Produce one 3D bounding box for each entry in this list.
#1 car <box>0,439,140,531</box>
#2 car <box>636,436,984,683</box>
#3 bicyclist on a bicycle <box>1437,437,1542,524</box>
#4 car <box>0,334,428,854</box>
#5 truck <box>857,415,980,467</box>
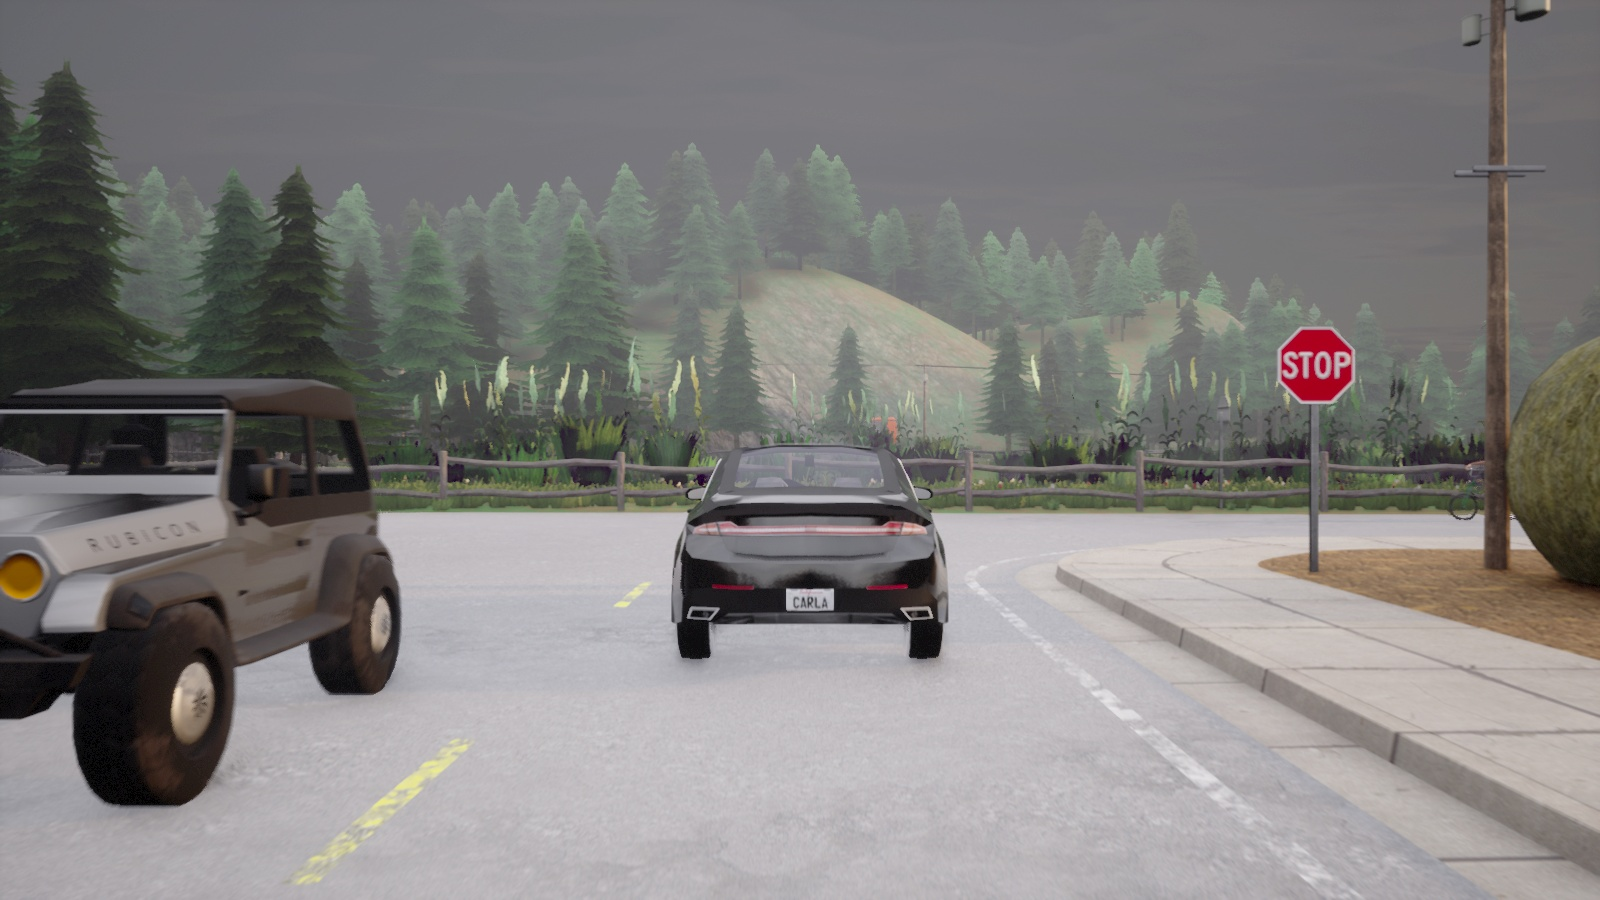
[{"bbox_3d":[-14.404,0.567,21.724,4.902,1.511,2.128,0,0,3],"label":"car"},{"bbox_3d":[0.075,0.661,10.142,2.128,1.511,4.902,0,0,0],"label":"car"},{"bbox_3d":[13.005,0.561,23.733,1.509,1.612,0.866,0,0,3],"label":"bicyclist on a bicycle"},{"bbox_3d":[-3.451,0.513,6.473,1.905,1.878,3.866,0,0,0],"label":"car"},{"bbox_3d":[8.017,-0.579,85.437,7.936,3.462,2.891,0,0,-5],"label":"truck"}]
